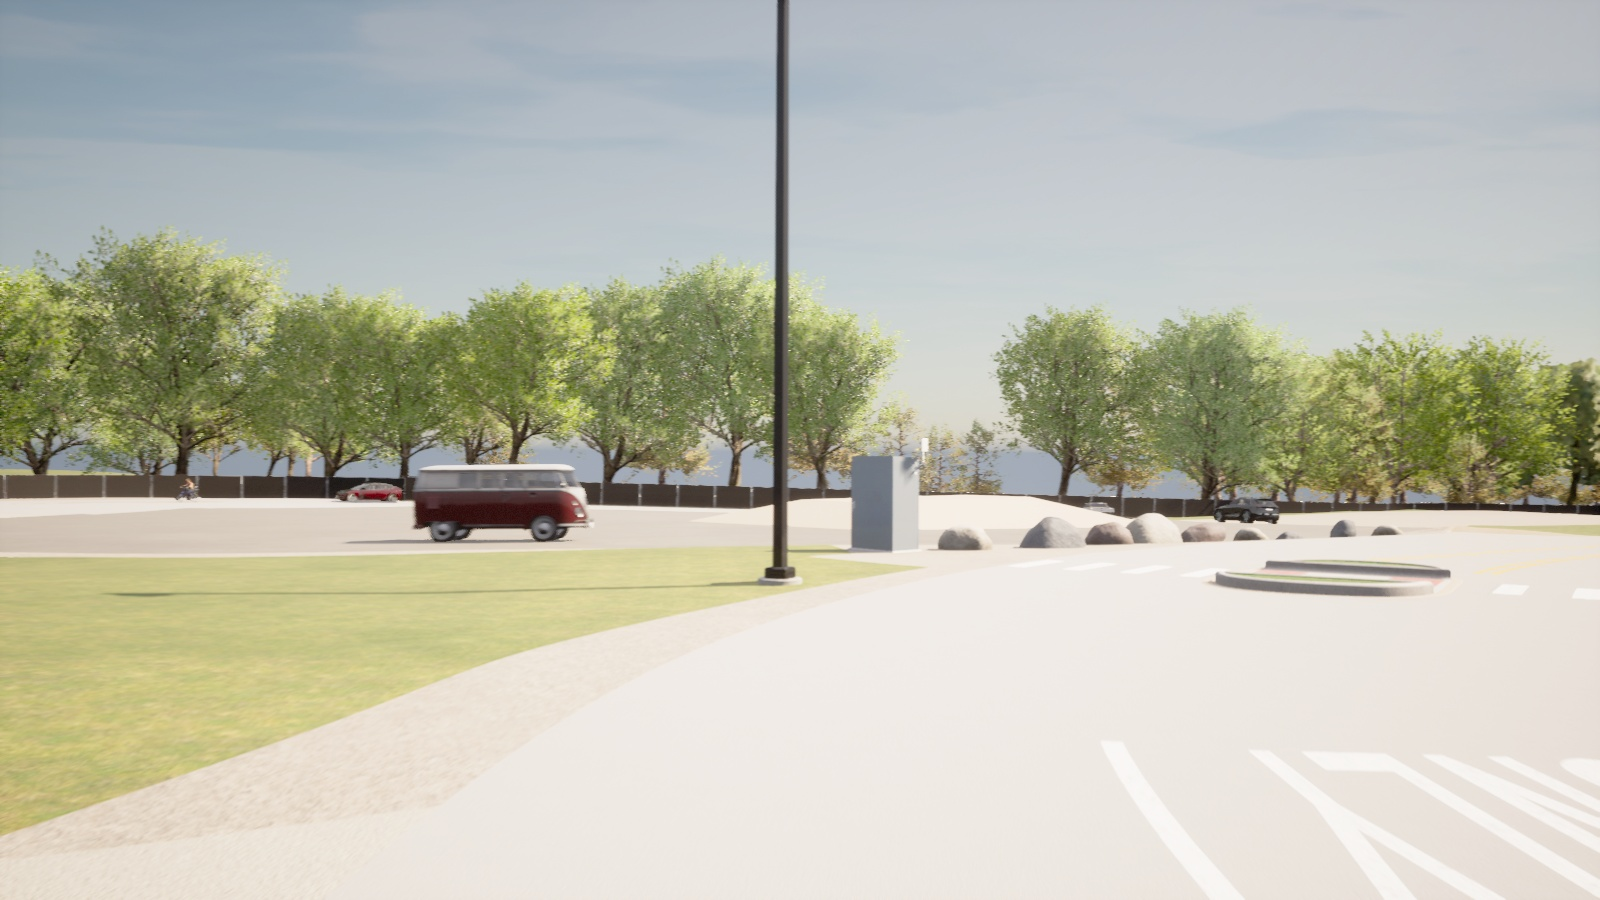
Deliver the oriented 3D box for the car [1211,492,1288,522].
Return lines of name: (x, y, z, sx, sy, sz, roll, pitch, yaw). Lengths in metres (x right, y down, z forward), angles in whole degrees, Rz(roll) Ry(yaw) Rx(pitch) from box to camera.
car: (27.319, 3.467, 76.543, 2.033, 1.649, 4.856, 3, -3, -14)

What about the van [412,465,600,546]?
van: (-7.551, 1.425, 32.502, 4.442, 1.987, 1.775, -1, -2, 0)
